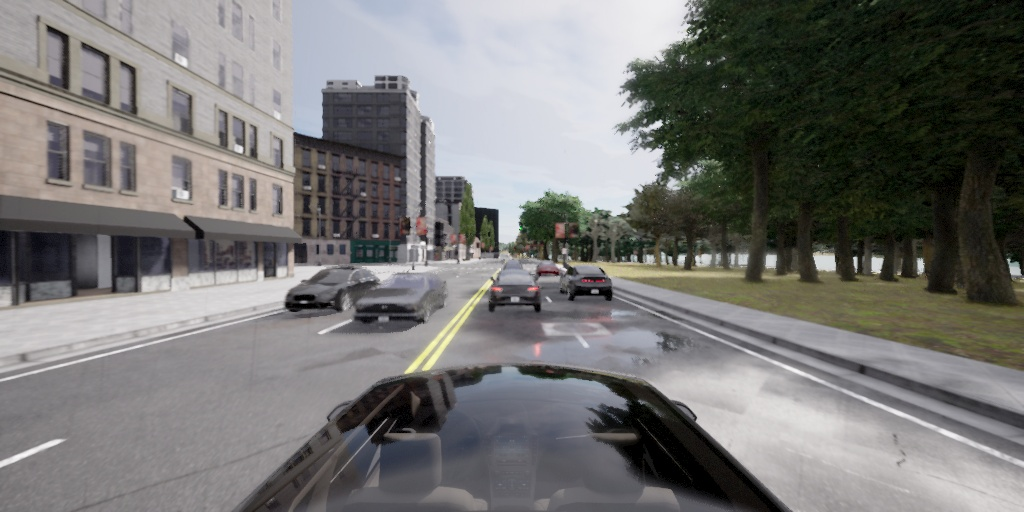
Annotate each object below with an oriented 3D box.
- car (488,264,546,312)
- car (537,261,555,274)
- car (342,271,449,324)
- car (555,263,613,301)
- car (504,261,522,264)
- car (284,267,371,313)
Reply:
[{"bbox_3d":[0.094,1.220,13.814,1.812,1.442,4.674,0,0,0],"label":"car"},{"bbox_3d":[3.353,1.156,34.657,1.994,1.385,4.181,0,0,0],"label":"car"},{"bbox_3d":[-3.352,1.250,12.025,2.033,1.411,5.357,0,0,0],"label":"car"},{"bbox_3d":[3.352,1.184,16.900,1.837,1.490,4.892,0,0,0],"label":"car"},{"bbox_3d":[0.104,1.161,33.728,1.994,1.385,4.181,0,0,0],"label":"car"},{"bbox_3d":[-6.598,1.199,13.785,1.837,1.490,4.892,0,0,0],"label":"car"}]
